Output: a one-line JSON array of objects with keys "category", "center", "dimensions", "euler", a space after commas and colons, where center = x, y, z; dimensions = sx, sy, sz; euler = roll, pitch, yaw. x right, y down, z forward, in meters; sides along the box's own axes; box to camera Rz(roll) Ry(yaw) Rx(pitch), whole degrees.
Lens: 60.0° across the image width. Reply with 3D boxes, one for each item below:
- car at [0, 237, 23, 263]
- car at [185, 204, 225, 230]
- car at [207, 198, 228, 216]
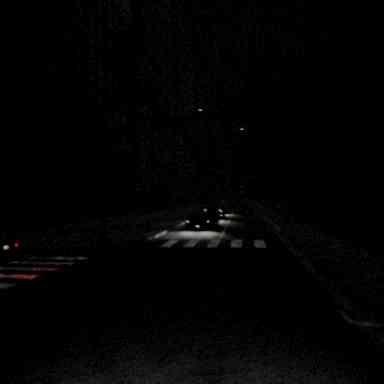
[{"category": "car", "center": [-8.469, 1.875, 10.855], "dimensions": [5.357, 1.411, 2.033], "euler": [-1, -2, 4]}, {"category": "car", "center": [0.873, 1.858, 24.171], "dimensions": [2.033, 1.411, 5.357], "euler": [-1, -1, 11]}, {"category": "car", "center": [2.251, 1.779, 33.700], "dimensions": [2.097, 1.767, 4.553], "euler": [-1, -1, 9]}]
